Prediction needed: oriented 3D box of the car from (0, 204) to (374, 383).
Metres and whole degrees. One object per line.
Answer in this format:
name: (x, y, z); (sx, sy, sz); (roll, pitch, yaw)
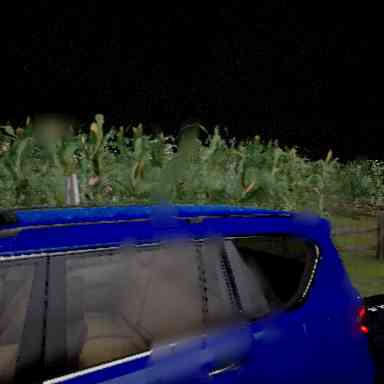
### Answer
car: (-1.199, 1.146, 2.180); (5.566, 2.045, 2.150); (0, 1, -30)
